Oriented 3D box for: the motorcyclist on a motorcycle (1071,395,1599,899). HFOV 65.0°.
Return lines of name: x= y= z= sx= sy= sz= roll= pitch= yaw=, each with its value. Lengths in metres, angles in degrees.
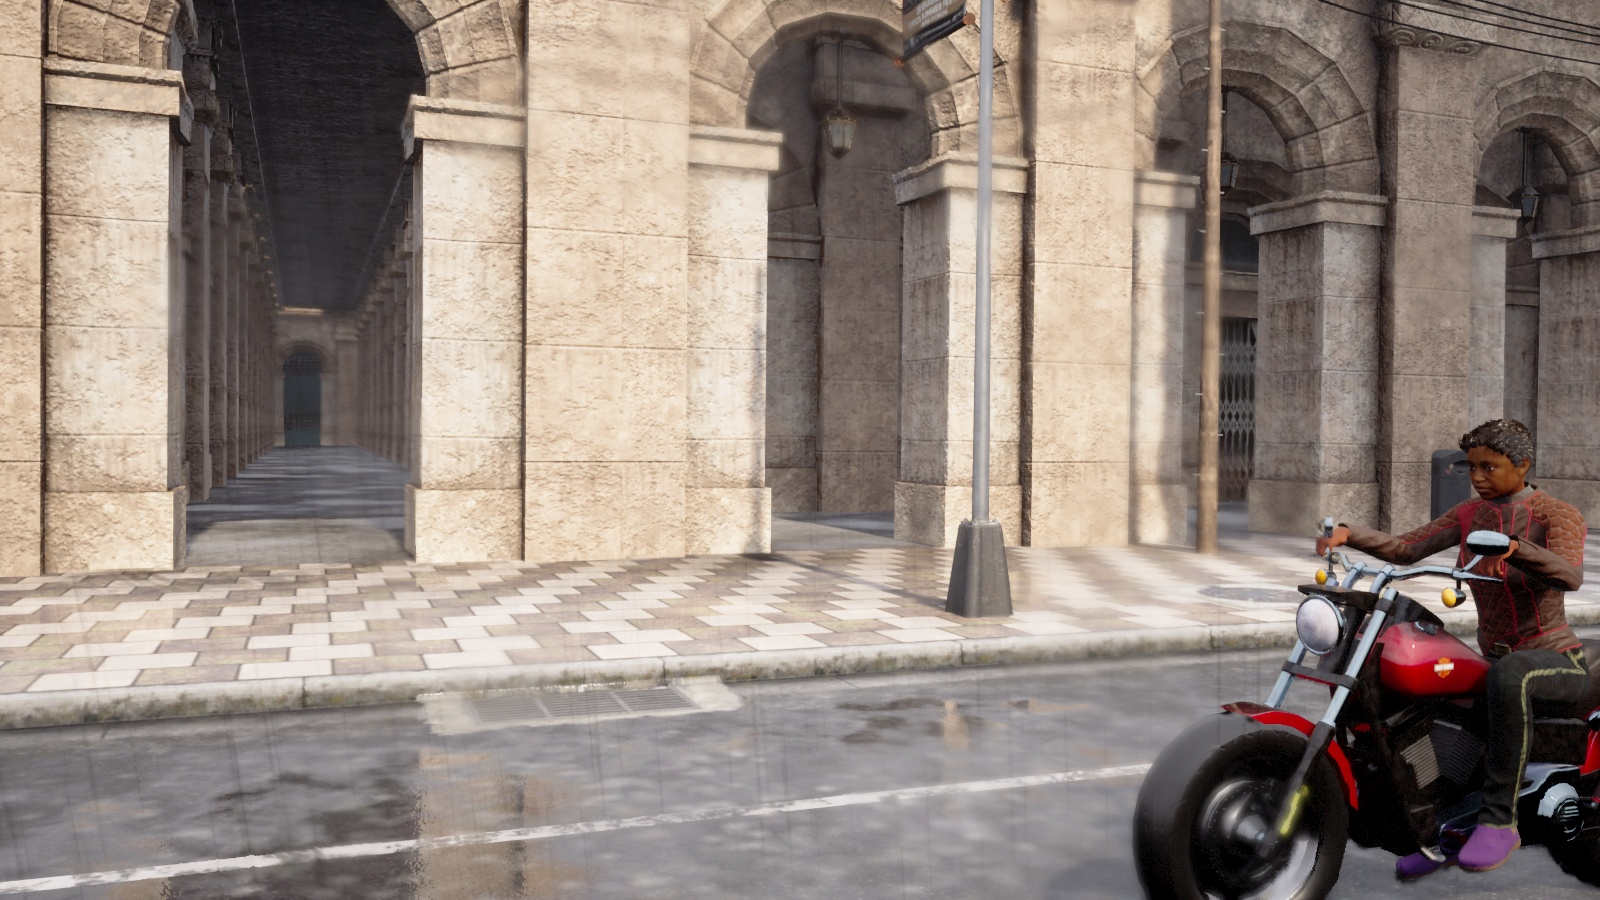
motorcyclist on a motorcycle: x=2.107 y=0.660 z=4.062 sx=2.350 sy=1.649 sz=0.766 roll=-1 pitch=1 yaw=-21
